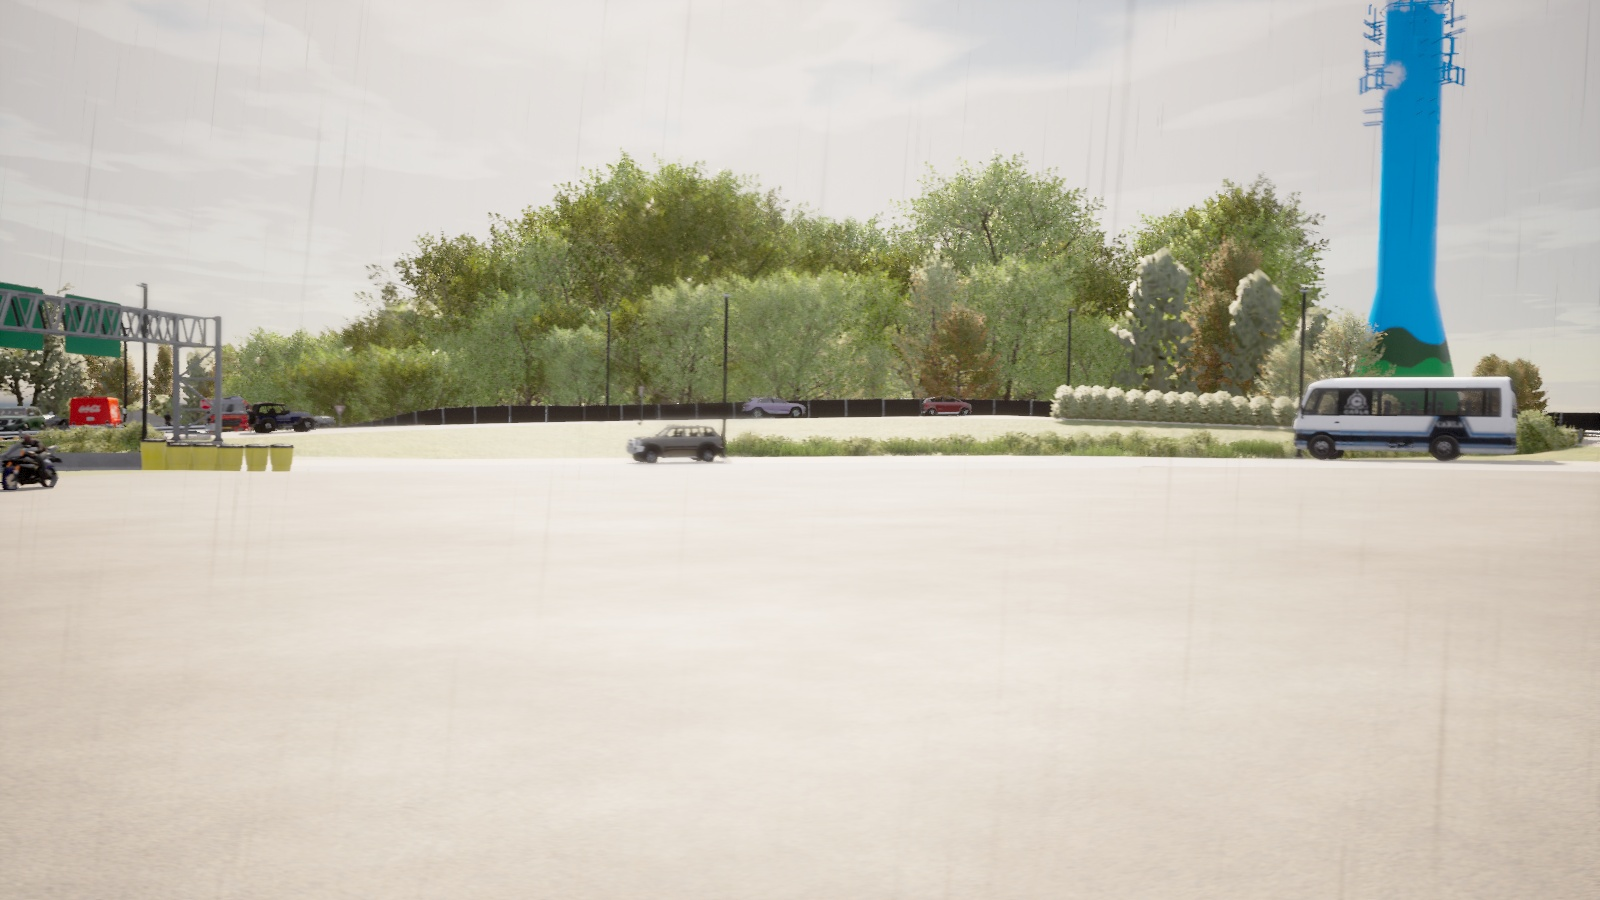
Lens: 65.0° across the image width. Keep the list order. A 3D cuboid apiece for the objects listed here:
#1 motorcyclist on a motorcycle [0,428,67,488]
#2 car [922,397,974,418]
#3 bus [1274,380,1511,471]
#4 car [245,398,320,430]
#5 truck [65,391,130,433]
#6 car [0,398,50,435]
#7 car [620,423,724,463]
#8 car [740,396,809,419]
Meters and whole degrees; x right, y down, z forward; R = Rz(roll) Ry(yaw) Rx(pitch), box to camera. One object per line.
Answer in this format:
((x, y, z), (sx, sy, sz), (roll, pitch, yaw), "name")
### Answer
((-20.606, 0.185, 33.391), (0.866, 1.530, 2.191), (1, 1, 3), "motorcyclist on a motorcycle")
((11.168, -3.217, 94.920), (3.705, 1.549, 1.789), (-1, 2, 0), "car")
((29.938, -1.313, 63.712), (10.273, 4.253, 3.944), (2, 2, 34), "bus")
((-31.740, -2.252, 77.018), (3.866, 1.878, 1.905), (-3, 3, -37), "car")
((-44.592, -2.379, 79.875), (2.627, 2.467, 5.204), (-2, 1, -19), "truck")
((-47.473, -1.999, 76.058), (2.150, 2.045, 5.566), (-3, 1, -17), "car")
((-6.153, -0.363, 60.396), (4.605, 1.855, 1.932), (-1, 2, -24), "car")
((-1.915, -3.169, 94.046), (4.856, 1.649, 2.033), (-1, 1, -12), "car")
